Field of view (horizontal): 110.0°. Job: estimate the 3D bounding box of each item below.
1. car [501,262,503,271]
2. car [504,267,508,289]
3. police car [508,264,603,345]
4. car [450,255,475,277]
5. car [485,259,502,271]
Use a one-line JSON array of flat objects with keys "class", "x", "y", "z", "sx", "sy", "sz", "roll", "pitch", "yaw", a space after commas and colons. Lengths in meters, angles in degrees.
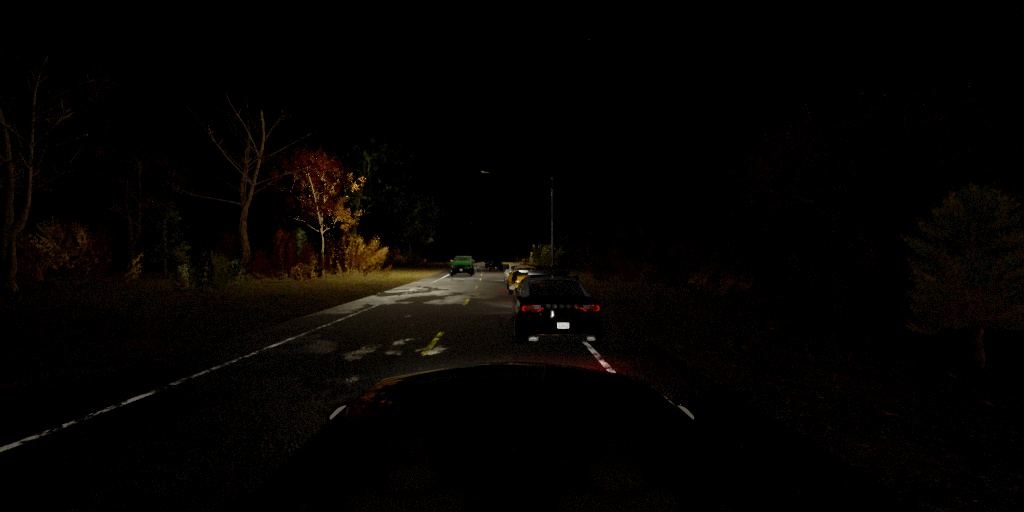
[{"class": "car", "x": 0.401, "y": 1.264, "z": 25.651, "sx": 1.812, "sy": 1.442, "sz": 4.674, "roll": 0, "pitch": 0, "yaw": -3}, {"class": "car", "x": 0.667, "y": 1.200, "z": 19.813, "sx": 1.801, "sy": 1.575, "sz": 5.366, "roll": 0, "pitch": 0, "yaw": -2}, {"class": "police car", "x": 0.964, "y": 1.174, "z": 9.681, "sx": 1.930, "sy": 1.638, "sz": 5.238, "roll": 0, "pitch": 0, "yaw": -1}, {"class": "car", "x": -4.923, "y": 0.958, "z": 36.015, "sx": 2.150, "sy": 2.045, "sz": 5.566, "roll": 0, "pitch": 0, "yaw": -4}, {"class": "car", "x": -2.225, "y": 1.234, "z": 47.638, "sx": 1.837, "sy": 1.490, "sz": 4.892, "roll": 0, "pitch": 0, "yaw": -5}]
